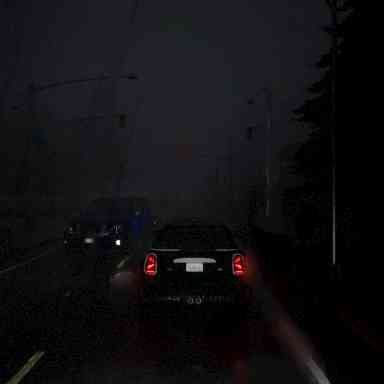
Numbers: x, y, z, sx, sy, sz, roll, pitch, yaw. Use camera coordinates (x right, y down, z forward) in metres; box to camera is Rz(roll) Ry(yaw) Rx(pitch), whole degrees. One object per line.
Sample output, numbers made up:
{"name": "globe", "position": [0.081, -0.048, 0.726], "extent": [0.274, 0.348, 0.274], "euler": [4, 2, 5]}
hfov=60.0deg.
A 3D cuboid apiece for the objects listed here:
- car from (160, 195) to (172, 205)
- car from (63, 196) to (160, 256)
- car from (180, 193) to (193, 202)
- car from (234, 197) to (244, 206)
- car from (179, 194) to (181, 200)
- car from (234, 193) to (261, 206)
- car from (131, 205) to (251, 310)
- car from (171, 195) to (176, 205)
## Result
{"name": "car", "position": [-3.998, 1.496, 43.580], "extent": [1.812, 1.442, 4.674], "euler": [0, 0, 0]}
{"name": "car", "position": [-3.056, 1.222, 13.546], "extent": [2.150, 2.045, 5.566], "euler": [0, 0, 6]}
{"name": "car", "position": [-0.860, 1.555, 73.369], "extent": [1.895, 1.301, 4.718], "euler": [0, 0, -7]}
{"name": "car", "position": [8.902, 1.144, 48.722], "extent": [4.605, 1.855, 1.932], "euler": [0, 0, -1]}
{"name": "car", "position": [-2.137, 1.158, 83.504], "extent": [2.097, 1.767, 4.553], "euler": [0, 0, -13]}
{"name": "car", "position": [8.490, 1.146, 51.233], "extent": [3.866, 1.878, 1.905], "euler": [0, 0, -1]}
{"name": "car", "position": [0.070, 1.352, 8.006], "extent": [2.097, 1.767, 4.553], "euler": [0, 0, 1]}
{"name": "car", "position": [-4.059, 1.475, 52.754], "extent": [1.837, 1.490, 4.892], "euler": [0, 0, 0]}
